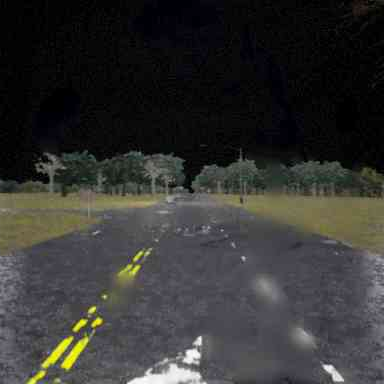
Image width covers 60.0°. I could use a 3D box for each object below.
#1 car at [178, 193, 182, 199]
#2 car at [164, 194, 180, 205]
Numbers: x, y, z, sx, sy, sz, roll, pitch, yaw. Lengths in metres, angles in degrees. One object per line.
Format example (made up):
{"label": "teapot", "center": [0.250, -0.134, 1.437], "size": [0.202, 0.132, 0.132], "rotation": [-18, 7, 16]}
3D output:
{"label": "car", "center": [-3.719, 1.191, 90.738], "size": [1.837, 1.490, 4.892], "rotation": [0, 0, 1]}
{"label": "car", "center": [-3.563, 1.378, 54.237], "size": [2.128, 1.511, 4.902], "rotation": [0, 0, 0]}
